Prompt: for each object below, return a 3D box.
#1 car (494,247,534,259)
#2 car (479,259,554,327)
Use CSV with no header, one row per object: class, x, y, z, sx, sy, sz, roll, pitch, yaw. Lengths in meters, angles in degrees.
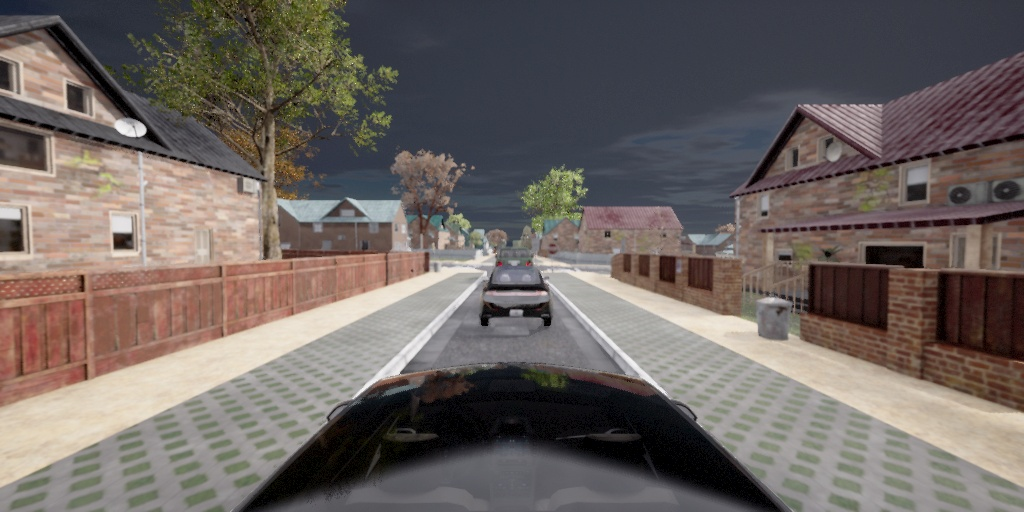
car,0.134,0.477,21.234,2.150,2.045,5.566,0,1,1
car,0.108,1.015,10.539,2.128,1.511,4.902,0,1,0
